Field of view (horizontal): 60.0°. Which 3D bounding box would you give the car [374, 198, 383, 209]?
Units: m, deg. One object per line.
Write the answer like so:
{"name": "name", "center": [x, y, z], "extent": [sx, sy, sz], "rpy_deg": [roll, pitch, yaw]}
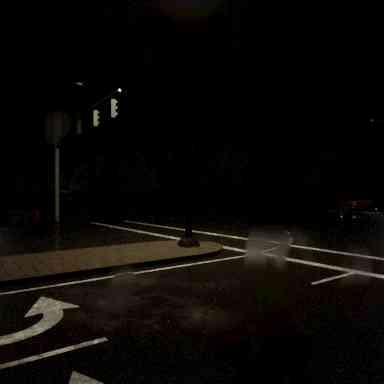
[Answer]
{"name": "car", "center": [27.458, 1.564, 46.452], "extent": [4.181, 1.385, 1.994], "rpy_deg": [0, 0, -36]}

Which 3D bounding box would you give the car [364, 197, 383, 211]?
{"name": "car", "center": [22.854, 1.547, 38.891], "extent": [5.357, 1.411, 2.033], "rpy_deg": [0, 0, -35]}

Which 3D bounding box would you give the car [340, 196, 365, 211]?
{"name": "car", "center": [20.442, 1.352, 41.424], "extent": [4.553, 1.767, 2.097], "rpy_deg": [0, 0, -36]}
